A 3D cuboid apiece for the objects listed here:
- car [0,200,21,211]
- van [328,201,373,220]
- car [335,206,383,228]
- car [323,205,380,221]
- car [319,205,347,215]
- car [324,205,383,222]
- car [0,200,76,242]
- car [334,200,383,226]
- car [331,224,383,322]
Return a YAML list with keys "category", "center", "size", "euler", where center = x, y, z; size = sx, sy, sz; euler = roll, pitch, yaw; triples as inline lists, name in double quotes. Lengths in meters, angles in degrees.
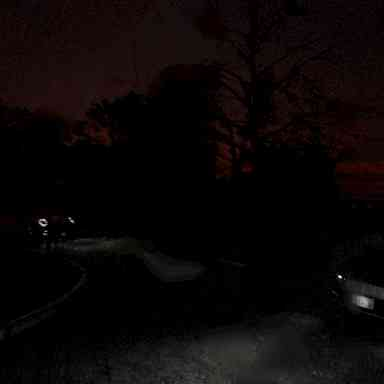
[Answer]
- category: "car"
  center: [-23.948, 1.646, 41.270]
  size: [1.895, 1.301, 4.718]
  euler: [1, -1, 20]
- category: "van"
  center: [18.310, 2.099, 38.634]
  size: [4.442, 1.987, 1.878]
  euler: [1, -2, 19]
- category: "car"
  center: [13.698, 1.891, 25.451]
  size: [4.892, 1.521, 2.231]
  euler: [1, -1, 19]
- category: "car"
  center: [17.117, 2.217, 36.082]
  size: [5.366, 1.575, 1.946]
  euler: [1, -2, 19]
- category: "car"
  center: [25.922, 3.334, 61.328]
  size: [4.553, 1.767, 2.185]
  euler: [1, -3, 19]
- category: "car"
  center: [16.256, 2.127, 33.566]
  size: [5.366, 1.575, 1.946]
  euler: [1, -2, 19]
- category: "car"
  center: [-7.814, 1.319, 16.029]
  size: [4.553, 1.767, 2.097]
  euler: [0, 0, 26]
- category: "car"
  center: [12.872, 1.577, 22.920]
  size: [5.566, 2.045, 2.435]
  euler: [1, -1, 19]
- category: "car"
  center: [4.865, 1.556, 6.751]
  size: [4.902, 1.511, 2.128]
  euler: [1, 0, -32]
